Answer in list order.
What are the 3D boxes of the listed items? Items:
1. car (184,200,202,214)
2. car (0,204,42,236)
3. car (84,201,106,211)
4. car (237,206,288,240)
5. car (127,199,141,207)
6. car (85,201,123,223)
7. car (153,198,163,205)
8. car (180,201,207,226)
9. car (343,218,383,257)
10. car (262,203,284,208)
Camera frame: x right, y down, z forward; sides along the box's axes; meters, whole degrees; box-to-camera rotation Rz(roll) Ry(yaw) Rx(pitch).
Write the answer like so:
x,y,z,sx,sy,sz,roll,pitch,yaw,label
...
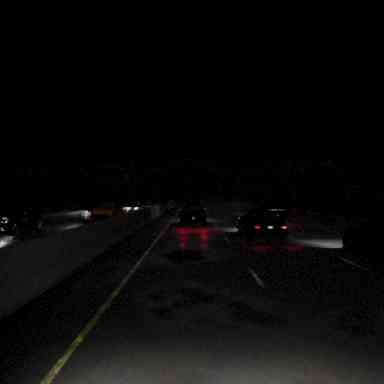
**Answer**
x,y,z,sx,sy,sz,roll,pitch,yaw,label
0.095,1.833,41.665,2.128,1.511,4.902,0,0,0,car
-10.602,1.510,19.326,2.097,1.767,4.553,0,0,0,car
-14.087,1.998,48.703,1.895,1.301,4.718,0,0,0,car
3.598,1.694,17.755,2.033,1.411,5.357,0,0,0,car
-10.542,2.023,60.720,1.812,1.442,4.674,0,0,1,car
-7.102,1.706,27.968,1.882,1.535,5.008,0,0,0,car
-6.993,1.929,69.250,1.994,1.385,4.181,0,0,0,car
0.096,1.686,25.439,1.882,1.535,5.008,0,-1,0,car
7.098,1.623,11.718,1.812,1.442,4.674,0,0,0,car
7.095,1.737,29.887,2.128,1.511,4.902,0,0,0,car
